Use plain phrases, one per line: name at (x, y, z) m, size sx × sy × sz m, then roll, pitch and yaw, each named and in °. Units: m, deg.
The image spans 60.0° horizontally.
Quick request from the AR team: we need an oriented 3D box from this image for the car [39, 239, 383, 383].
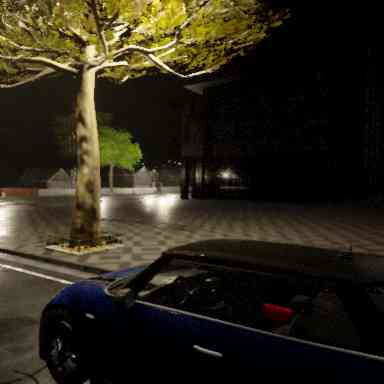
car at (0.264, 1.349, 3.806) m, size 4.553 × 1.767 × 2.097 m, roll 0°, pitch 0°, yaw 36°
